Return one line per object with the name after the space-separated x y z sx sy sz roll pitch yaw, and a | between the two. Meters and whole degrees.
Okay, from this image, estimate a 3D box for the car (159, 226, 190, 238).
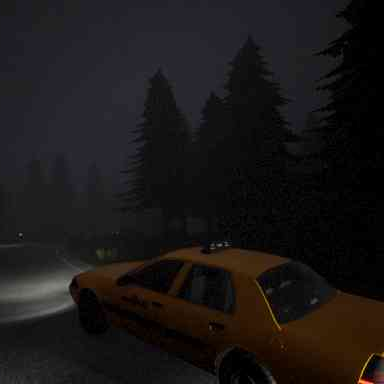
-2.318 5.543 46.264 1.882 1.535 5.008 -5 -8 30 | car

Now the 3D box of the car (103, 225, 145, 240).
-7.437 4.510 36.956 2.033 1.411 5.357 -4 -8 20 | car

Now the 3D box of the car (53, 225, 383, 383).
0.139 1.441 4.738 5.366 1.575 1.801 0 1 43 | car

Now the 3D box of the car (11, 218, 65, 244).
-12.744 3.226 28.129 2.150 2.045 5.566 -4 -7 7 | car
